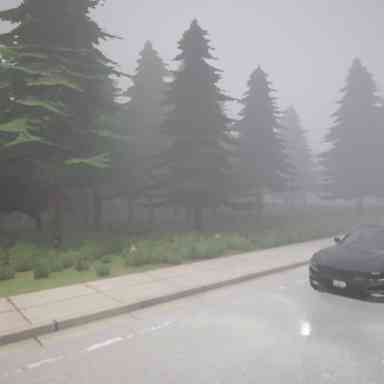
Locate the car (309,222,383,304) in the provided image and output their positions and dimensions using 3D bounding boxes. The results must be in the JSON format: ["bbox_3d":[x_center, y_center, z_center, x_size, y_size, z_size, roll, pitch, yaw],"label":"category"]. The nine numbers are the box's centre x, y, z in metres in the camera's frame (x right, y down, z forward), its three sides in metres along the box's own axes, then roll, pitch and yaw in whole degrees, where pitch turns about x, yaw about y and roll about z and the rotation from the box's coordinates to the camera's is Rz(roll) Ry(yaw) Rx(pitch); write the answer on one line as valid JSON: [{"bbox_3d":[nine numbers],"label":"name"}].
[{"bbox_3d":[4.789,1.512,8.108,5.008,1.535,1.882,0,-1,-40],"label":"car"}]
